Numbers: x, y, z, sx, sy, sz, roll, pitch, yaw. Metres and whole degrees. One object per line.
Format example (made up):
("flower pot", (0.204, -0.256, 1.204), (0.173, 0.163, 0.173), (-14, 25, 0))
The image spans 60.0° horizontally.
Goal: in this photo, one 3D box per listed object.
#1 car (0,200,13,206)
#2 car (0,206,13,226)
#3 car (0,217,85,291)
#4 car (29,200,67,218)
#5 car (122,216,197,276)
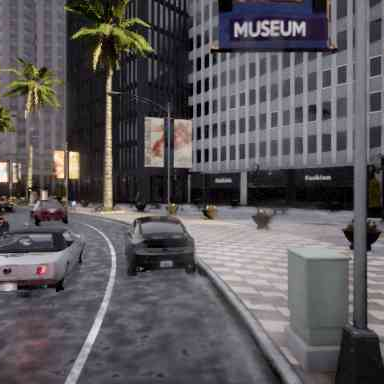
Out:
("car", (-22.110, 1.576, 37.910), (1.895, 1.301, 4.718), (0, 0, -44))
("car", (-9.465, 1.554, 14.761), (1.994, 1.385, 4.181), (0, 0, -20))
("car", (-4.025, 1.597, 8.768), (1.895, 1.301, 4.718), (0, 0, -11))
("car", (-10.591, 1.340, 24.294), (2.097, 1.767, 4.553), (0, 0, -32))
("car", (-1.146, 1.502, 10.448), (1.837, 1.490, 4.892), (0, 0, -13))
